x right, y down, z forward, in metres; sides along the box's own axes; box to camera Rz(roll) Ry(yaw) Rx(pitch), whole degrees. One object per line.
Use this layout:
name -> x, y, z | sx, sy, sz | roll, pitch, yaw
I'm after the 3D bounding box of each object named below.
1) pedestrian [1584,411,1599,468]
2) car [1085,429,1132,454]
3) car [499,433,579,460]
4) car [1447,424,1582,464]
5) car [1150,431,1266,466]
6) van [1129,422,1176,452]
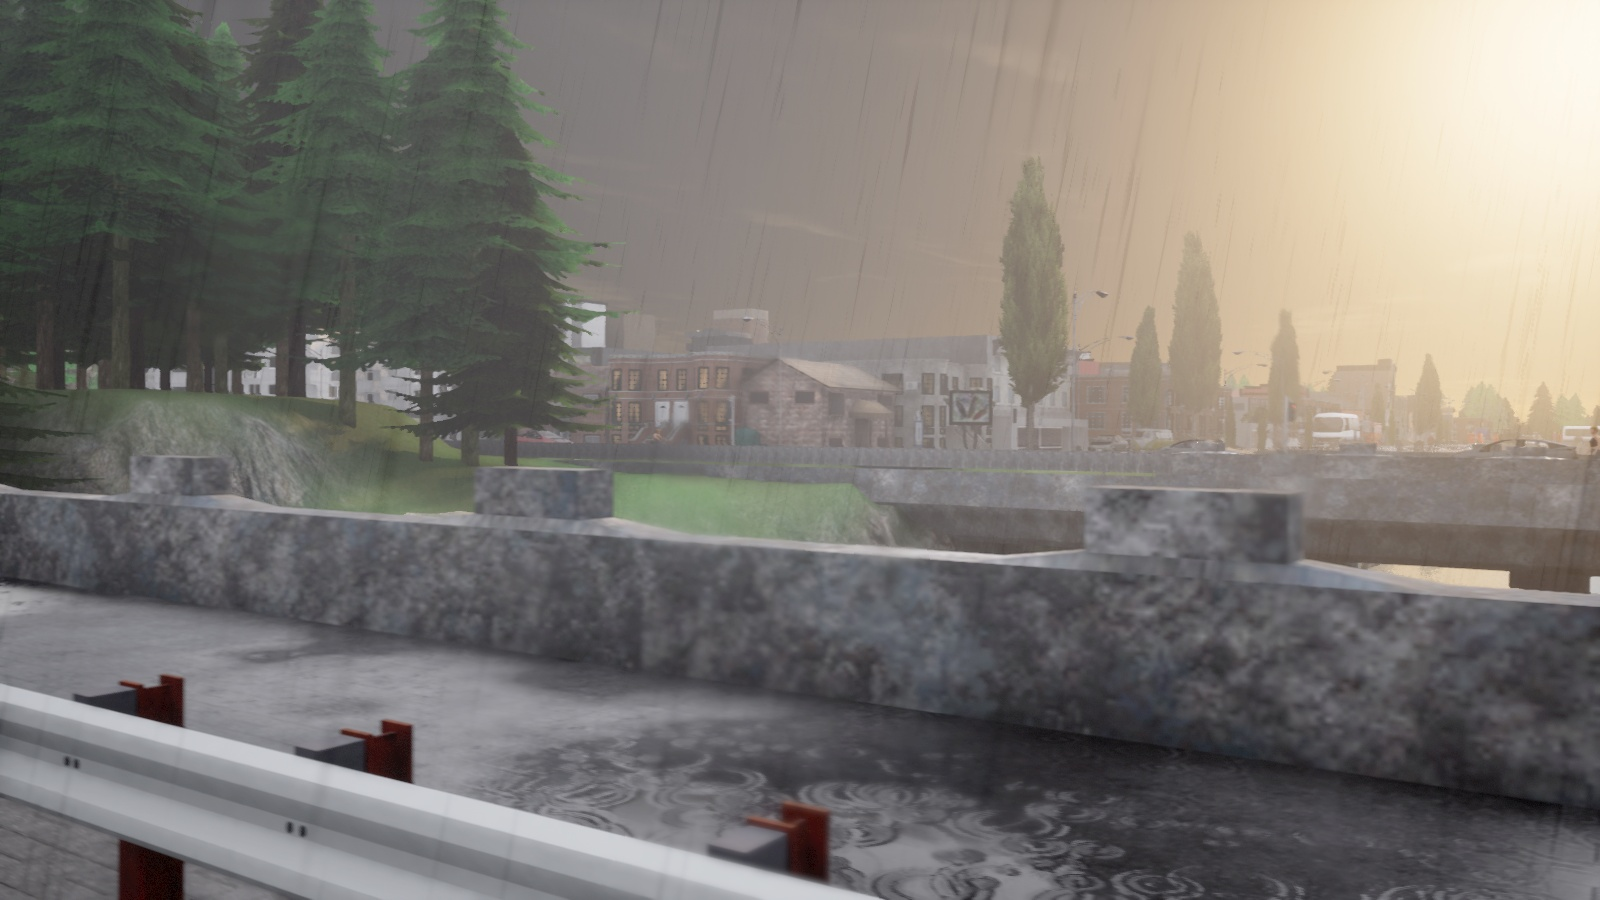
pedestrian -> 25.838, -0.349, 40.755 | 0.594, 1.836, 0.345 | 0, 1, 17
car -> 19.614, -0.556, 79.735 | 1.789, 1.549, 3.705 | 0, 1, 34
car -> -15.360, -0.192, 73.929 | 4.514, 1.525, 2.007 | 0, 1, 34
car -> 28.245, -0.256, 49.695 | 4.514, 1.525, 2.007 | 0, 1, 34
car -> 17.027, -0.075, 52.484 | 4.181, 1.385, 1.994 | 0, 1, 38
van -> 24.448, -0.928, 87.001 | 1.775, 1.987, 4.442 | 0, 1, 34
